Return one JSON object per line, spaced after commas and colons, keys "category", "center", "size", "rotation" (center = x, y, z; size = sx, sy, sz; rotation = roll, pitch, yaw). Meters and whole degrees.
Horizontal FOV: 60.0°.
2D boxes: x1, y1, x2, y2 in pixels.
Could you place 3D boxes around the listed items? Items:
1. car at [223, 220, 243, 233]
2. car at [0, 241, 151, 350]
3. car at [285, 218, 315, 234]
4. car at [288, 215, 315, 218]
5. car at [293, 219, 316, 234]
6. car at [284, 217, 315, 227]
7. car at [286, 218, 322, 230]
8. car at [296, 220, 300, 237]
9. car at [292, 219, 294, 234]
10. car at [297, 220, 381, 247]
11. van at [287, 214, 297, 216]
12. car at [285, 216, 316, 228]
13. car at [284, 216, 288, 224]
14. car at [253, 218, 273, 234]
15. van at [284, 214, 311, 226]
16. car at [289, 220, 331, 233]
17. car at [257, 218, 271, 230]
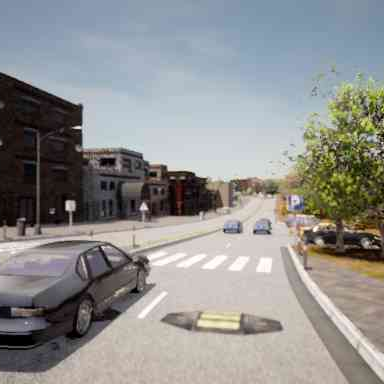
{"category": "car", "center": [4.751, 3.893, 38.183], "size": [2.033, 1.411, 5.357], "rotation": [0, -4, 14]}
{"category": "car", "center": [-2.424, 1.740, 6.939], "size": [2.033, 1.411, 5.357], "rotation": [0, -2, 9]}
{"category": "car", "center": [12.345, 3.664, 33.110], "size": [5.366, 1.575, 1.946], "rotation": [0, -4, 14]}
{"category": "car", "center": [13.800, 3.891, 38.416], "size": [4.553, 1.767, 2.185], "rotation": [0, -3, 14]}
{"category": "car", "center": [11.227, 3.307, 27.722], "size": [4.892, 1.521, 2.231], "rotation": [0, -4, 14]}
{"category": "car", "center": [18.390, 5.119, 57.113], "size": [4.892, 1.521, 2.231], "rotation": [0, -3, 14]}
{"category": "car", "center": [16.467, 4.696, 49.086], "size": [4.792, 1.488, 2.163], "rotation": [0, -3, 14]}
{"category": "car", "center": [10.564, 3.121, 25.056], "size": [5.008, 1.535, 2.097], "rotation": [0, -4, 14]}
{"category": "car", "center": [11.900, 3.519, 30.381], "size": [4.792, 1.488, 2.163], "rotation": [0, -4, 14]}
{"category": "car", "center": [9.911, 2.935, 22.386], "size": [4.892, 1.521, 2.231], "rotation": [0, -4, 14]}
{"category": "van", "center": [17.208, 4.596, 51.748], "size": [4.442, 1.987, 1.878], "rotation": [0, -3, 14]}
{"category": "car", "center": [17.746, 4.854, 54.576], "size": [4.553, 1.767, 2.185], "rotation": [0, -3, 14]}
{"category": "car", "center": [15.757, 4.540, 46.430], "size": [4.792, 1.488, 2.163], "rotation": [0, -3, 14]}
{"category": "car", "center": [7.794, 3.880, 36.985], "size": [2.033, 1.411, 5.357], "rotation": [0, -4, 14]}
{"category": "van", "center": [18.940, 5.034, 59.826], "size": [4.442, 1.987, 1.878], "rotation": [0, -3, 14]}
{"category": "car", "center": [14.478, 4.223, 41.078], "size": [4.674, 1.452, 2.002], "rotation": [0, -3, 14]}
{"category": "car", "center": [10.318, 4.483, 47.308], "size": [1.837, 1.490, 4.892], "rotation": [0, -3, 14]}
